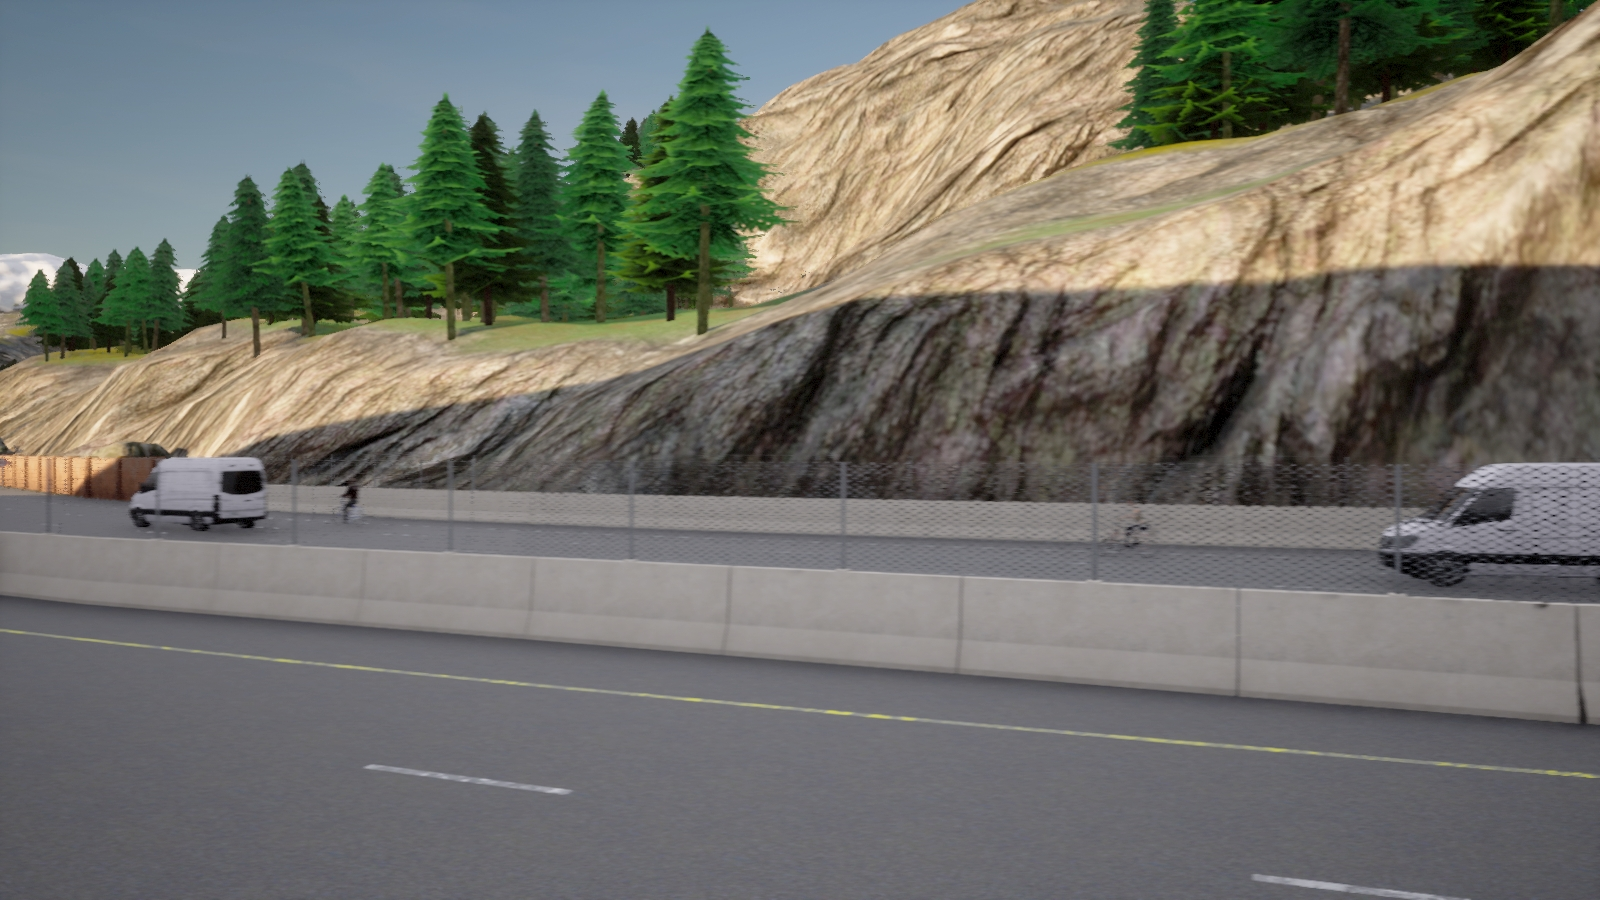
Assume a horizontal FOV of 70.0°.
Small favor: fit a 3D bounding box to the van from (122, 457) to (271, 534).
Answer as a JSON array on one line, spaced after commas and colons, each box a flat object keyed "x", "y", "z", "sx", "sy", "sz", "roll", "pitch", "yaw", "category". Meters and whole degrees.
[{"x": -21.659, "y": 1.542, "z": 40.932, "sx": 5.915, "sy": 2.561, "sz": 1.988, "roll": 0, "pitch": 0, "yaw": 32, "category": "van"}]

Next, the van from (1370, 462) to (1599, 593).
[{"x": 15.340, "y": 1.552, "z": 23.807, "sx": 5.915, "sy": 2.561, "sz": 1.988, "roll": 0, "pitch": 0, "yaw": 14, "category": "van"}]

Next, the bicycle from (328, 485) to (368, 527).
[{"x": -16.728, "y": 2.061, "z": 42.259, "sx": 1.835, "sy": 1.489, "sz": 0.329, "roll": 0, "pitch": 0, "yaw": 30, "category": "bicycle"}]
